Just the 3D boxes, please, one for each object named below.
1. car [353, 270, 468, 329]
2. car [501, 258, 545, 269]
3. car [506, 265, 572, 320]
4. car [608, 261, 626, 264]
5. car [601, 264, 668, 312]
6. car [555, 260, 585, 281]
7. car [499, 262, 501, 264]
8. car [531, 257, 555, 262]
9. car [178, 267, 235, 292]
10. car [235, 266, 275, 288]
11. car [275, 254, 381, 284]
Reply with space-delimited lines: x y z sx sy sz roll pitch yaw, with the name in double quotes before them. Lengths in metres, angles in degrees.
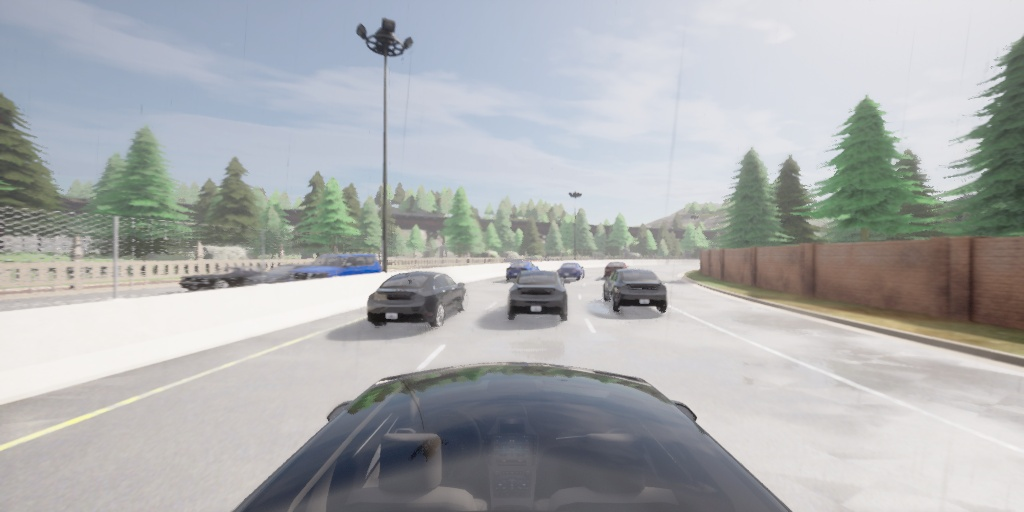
"car" -2.705 1.225 11.224 1.837 1.490 4.892 0 0 6
"car" 0.979 1.178 28.936 1.882 1.535 5.008 0 0 17
"car" 0.962 1.237 12.519 1.837 1.490 4.892 0 0 7
"car" 9.309 1.207 31.707 1.882 1.535 5.008 0 0 20
"car" 4.737 1.250 14.240 1.837 1.490 4.892 0 0 9
"car" 4.944 1.241 29.875 1.812 1.442 4.674 0 0 18
"car" -0.308 1.138 59.677 1.837 1.490 4.892 0 0 33
"car" 5.450 1.158 55.652 2.128 1.511 4.902 0 0 33
"car" -15.718 1.249 20.293 1.895 1.301 4.718 0 0 10
"car" -12.233 1.189 19.834 1.812 1.442 4.674 0 0 11
"car" -8.940 0.901 18.564 2.150 2.045 5.566 0 0 10
